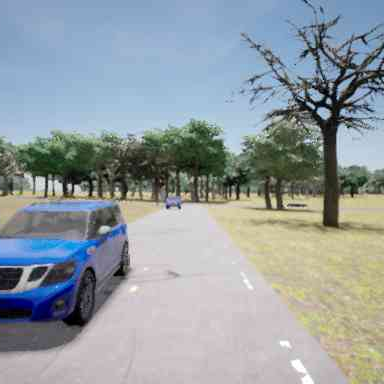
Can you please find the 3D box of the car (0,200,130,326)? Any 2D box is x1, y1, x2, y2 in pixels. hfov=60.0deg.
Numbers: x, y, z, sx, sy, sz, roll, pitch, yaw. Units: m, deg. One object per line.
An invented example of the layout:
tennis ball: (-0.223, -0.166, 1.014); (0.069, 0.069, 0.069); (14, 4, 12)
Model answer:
car: (-2.849, 1.243, 7.449); (2.150, 2.045, 5.566); (0, 0, 0)

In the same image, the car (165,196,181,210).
car: (-2.792, 1.575, 50.587); (2.150, 2.045, 5.566); (0, -1, 1)

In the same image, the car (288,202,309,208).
car: (26.142, 3.165, 81.858); (4.718, 1.301, 1.895); (2, 0, 0)
